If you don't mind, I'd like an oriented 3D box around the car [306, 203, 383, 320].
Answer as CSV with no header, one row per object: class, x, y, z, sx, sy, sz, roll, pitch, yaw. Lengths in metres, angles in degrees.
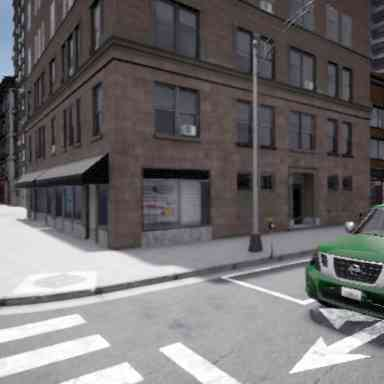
car,4.702,1.205,6.740,5.566,2.045,2.150,0,0,-36
